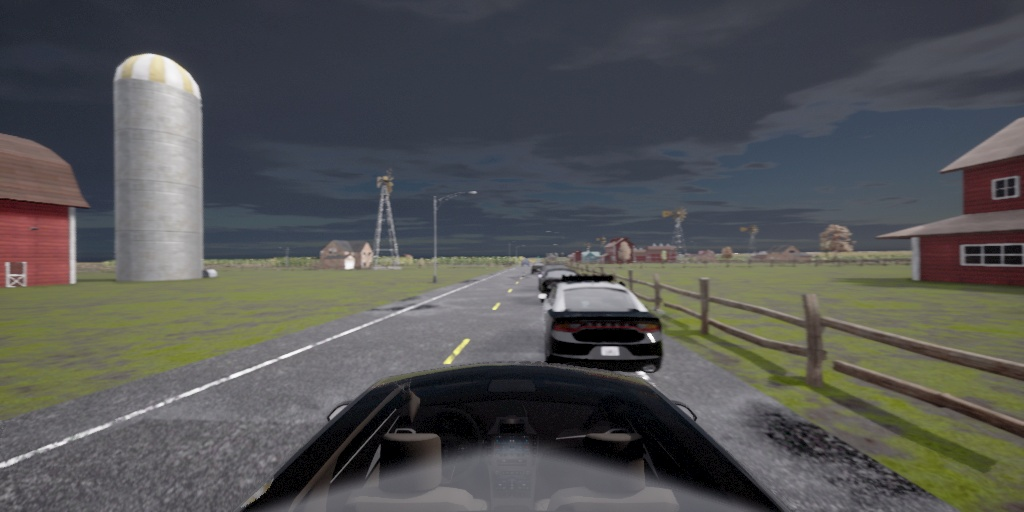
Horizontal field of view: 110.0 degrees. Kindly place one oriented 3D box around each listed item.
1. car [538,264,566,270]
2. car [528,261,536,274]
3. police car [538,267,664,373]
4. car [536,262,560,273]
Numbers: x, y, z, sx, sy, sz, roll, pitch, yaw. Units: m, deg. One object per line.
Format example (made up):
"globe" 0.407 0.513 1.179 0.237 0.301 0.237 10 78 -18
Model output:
"car" 2.349 1.341 17.708 1.882 1.535 5.008 -1 -1 4
"car" 3.515 1.607 47.354 1.882 1.535 5.008 -1 -1 4
"police car" 1.628 1.211 7.844 1.930 1.638 5.238 -1 0 4
"car" 2.782 1.263 23.663 2.097 1.767 4.553 -1 -1 4
